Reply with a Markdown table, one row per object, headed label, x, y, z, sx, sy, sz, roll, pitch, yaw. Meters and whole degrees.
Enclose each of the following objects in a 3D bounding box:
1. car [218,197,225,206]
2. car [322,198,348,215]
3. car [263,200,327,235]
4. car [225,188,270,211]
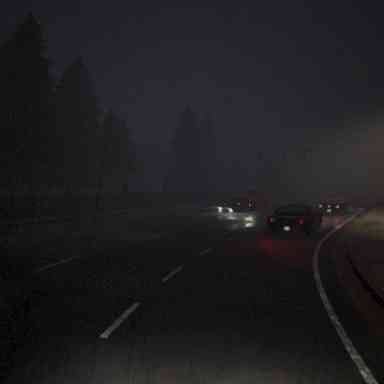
| label | x | y | z | sx | sy | sz | roll | pitch | yaw |
| --- | --- | --- | --- | --- | --- | --- | --- | --- | --- |
| car | 4.779 | 0.857 | 36.497 | 2.033 | 1.411 | 5.357 | 1 | 1 | 31 |
| car | 11.616 | 1.106 | 27.311 | 1.895 | 1.301 | 4.718 | 1 | 1 | 31 |
| car | 5.301 | 1.289 | 16.685 | 1.895 | 1.301 | 4.718 | 1 | 1 | 29 |
| car | 5.502 | 0.626 | 30.996 | 2.150 | 2.045 | 5.566 | 1 | 1 | 32 |
